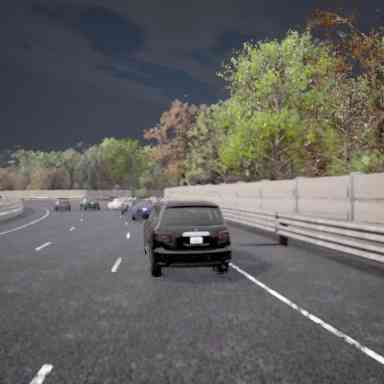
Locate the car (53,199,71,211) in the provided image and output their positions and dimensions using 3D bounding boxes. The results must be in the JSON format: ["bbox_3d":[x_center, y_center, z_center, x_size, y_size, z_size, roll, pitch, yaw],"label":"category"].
[{"bbox_3d":[-17.222,1.715,44.148,2.128,1.511,4.902,0,0,-27],"label":"car"}]

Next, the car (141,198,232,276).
[{"bbox_3d":[-0.379,1.274,10.781,2.150,2.045,5.566,0,0,-11],"label":"car"}]

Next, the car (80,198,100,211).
[{"bbox_3d":[-14.022,1.577,45.574,2.097,1.767,4.553,0,0,-27],"label":"car"}]

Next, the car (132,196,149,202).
[{"bbox_3d":[-14.257,1.977,92.180,2.033,1.411,5.357,0,0,27],"label":"car"}]

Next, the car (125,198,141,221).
[{"bbox_3d":[-4.458,1.492,29.382,2.097,1.767,4.553,0,0,-16],"label":"car"}]

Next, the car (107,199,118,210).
[{"bbox_3d":[-10.354,1.749,46.124,1.812,1.442,4.674,0,0,-28],"label":"car"}]

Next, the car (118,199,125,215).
[{"bbox_3d":[-6.961,1.703,37.008,1.812,1.442,4.674,0,0,-15],"label":"car"}]
